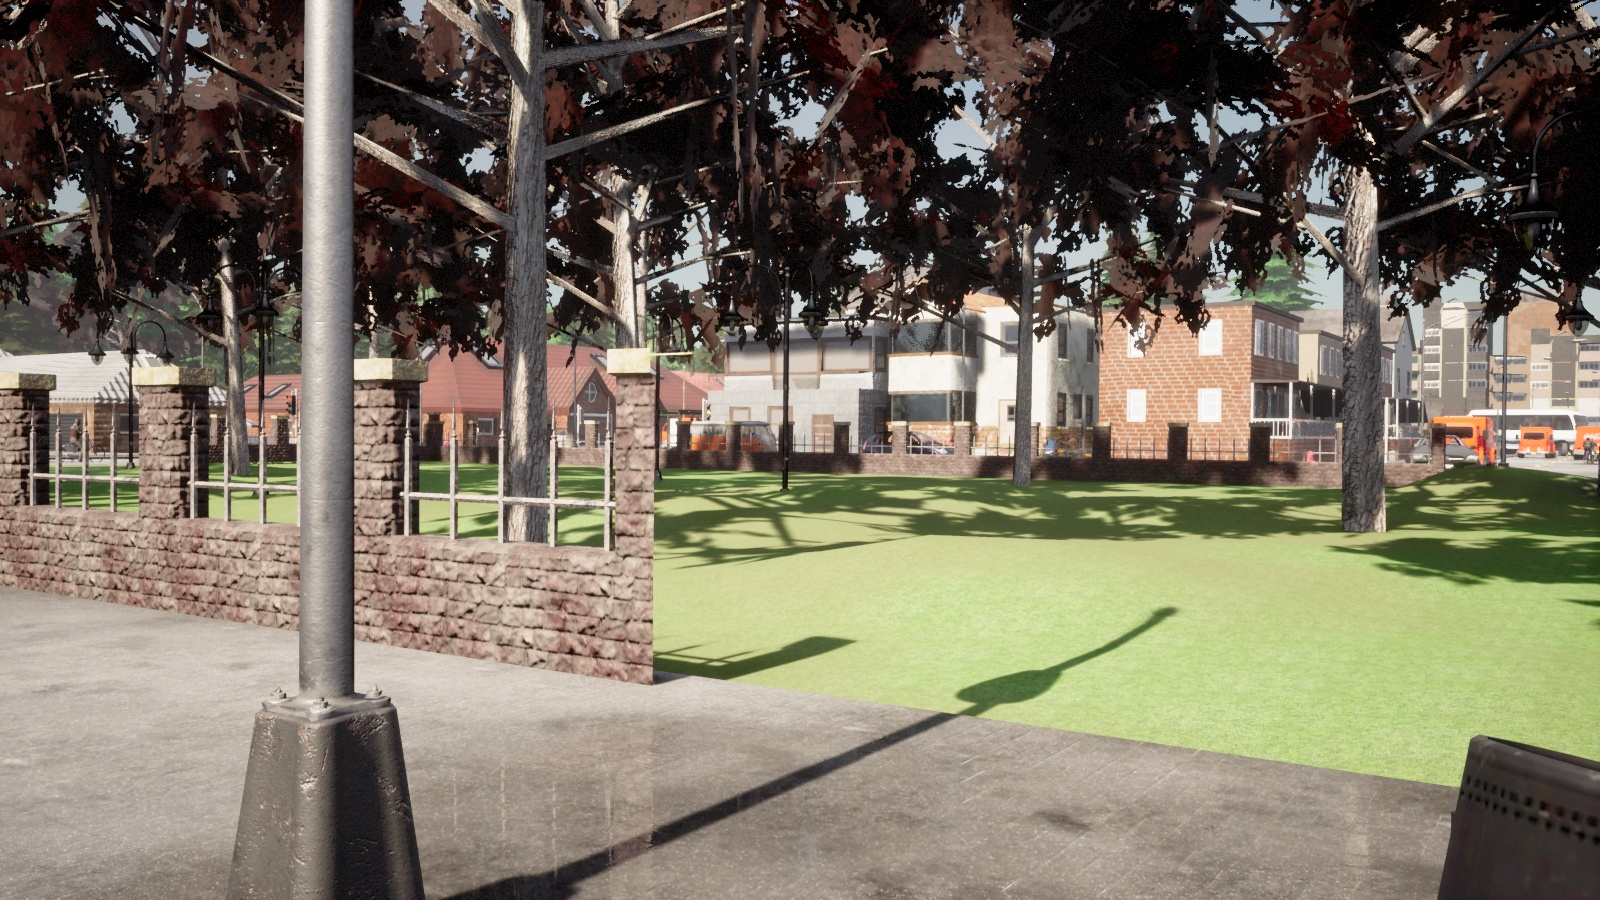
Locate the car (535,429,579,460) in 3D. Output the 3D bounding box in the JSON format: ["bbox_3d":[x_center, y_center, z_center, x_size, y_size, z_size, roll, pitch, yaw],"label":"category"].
[{"bbox_3d":[-13.790,-0.341,71.450,2.152,1.651,5.027,-1,1,-8],"label":"car"}]

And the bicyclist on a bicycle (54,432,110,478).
[{"bbox_3d":[-28.707,0.176,50.233,0.659,1.776,1.843,0,1,32],"label":"bicyclist on a bicycle"}]

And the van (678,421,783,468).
[{"bbox_3d":[-3.100,-0.249,55.745,4.442,1.987,1.775,0,1,31],"label":"van"}]

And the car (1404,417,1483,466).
[{"bbox_3d":[23.354,-0.326,45.756,2.152,1.651,5.027,0,1,22],"label":"car"}]

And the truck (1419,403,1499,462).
[{"bbox_3d":[29.423,-0.786,55.955,2.627,2.467,5.204,0,1,34],"label":"truck"}]

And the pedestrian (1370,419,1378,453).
[{"bbox_3d":[31.027,-0.766,67.843,0.331,1.846,0.636,0,1,31],"label":"pedestrian"}]

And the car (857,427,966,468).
[{"bbox_3d":[4.492,-0.104,50.719,3.988,1.617,1.851,0,1,32],"label":"car"}]

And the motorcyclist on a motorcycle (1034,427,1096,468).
[{"bbox_3d":[10.837,-0.118,51.364,2.350,1.649,0.766,0,1,34],"label":"motorcyclist on a motorcycle"}]
